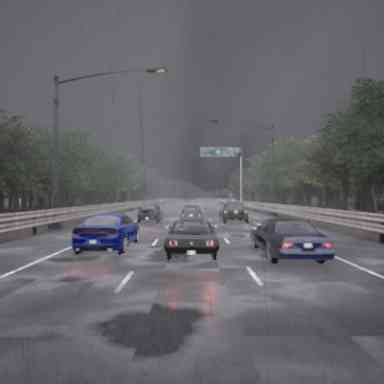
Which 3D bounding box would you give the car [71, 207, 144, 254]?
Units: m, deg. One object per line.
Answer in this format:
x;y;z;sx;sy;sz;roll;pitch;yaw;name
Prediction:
-3.490;1.629;14.226;1.882;1.535;5.008;0;0;0;car

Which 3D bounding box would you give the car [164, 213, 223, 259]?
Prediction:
0.001;1.742;13.226;1.895;1.301;4.718;0;-1;0;car

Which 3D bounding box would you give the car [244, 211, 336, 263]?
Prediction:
3.495;1.682;12.509;2.033;1.411;5.357;0;-1;0;car

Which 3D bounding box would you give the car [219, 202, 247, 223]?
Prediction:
3.488;1.662;28.404;2.097;1.767;4.553;0;-1;0;car

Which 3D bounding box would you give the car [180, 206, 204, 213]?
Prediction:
-0.023;1.848;27.513;2.033;1.411;5.357;0;-1;0;car

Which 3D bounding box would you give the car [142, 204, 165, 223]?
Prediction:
-3.512;1.819;28.476;1.837;1.490;4.892;0;0;0;car
